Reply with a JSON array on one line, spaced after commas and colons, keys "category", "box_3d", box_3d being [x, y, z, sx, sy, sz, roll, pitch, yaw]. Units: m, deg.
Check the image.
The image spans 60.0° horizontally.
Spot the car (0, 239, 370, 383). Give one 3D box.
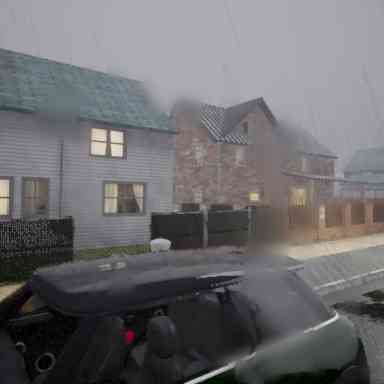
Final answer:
[{"category": "car", "box_3d": [-0.692, 1.352, 2.451, 4.553, 1.767, 2.097, 0, 0, -35]}]
